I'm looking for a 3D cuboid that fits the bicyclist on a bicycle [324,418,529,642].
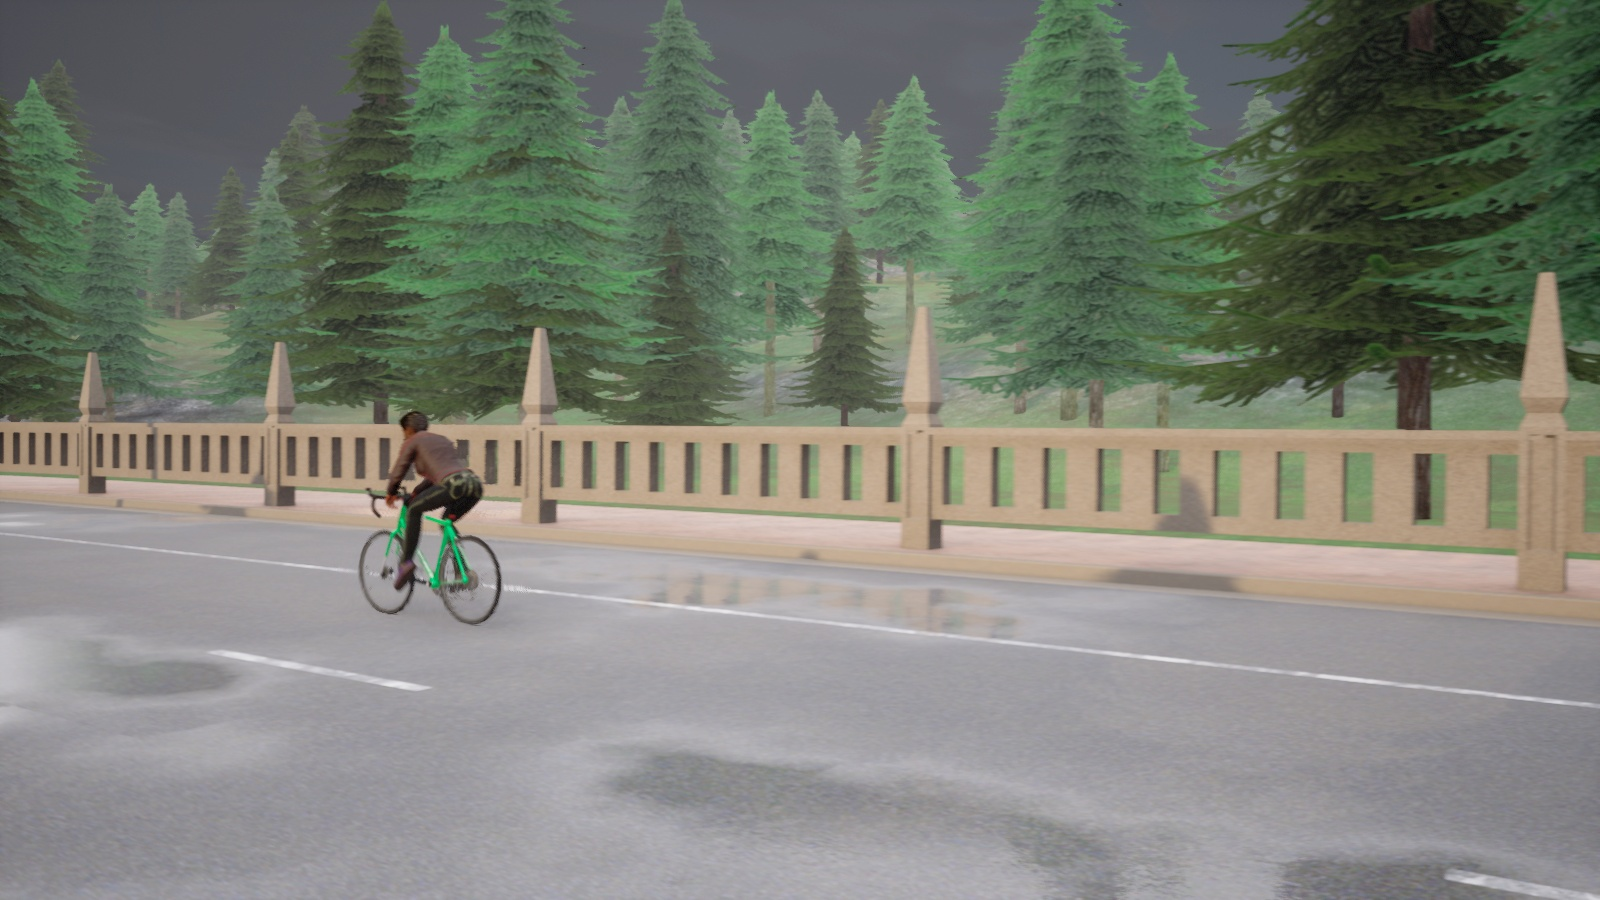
[{"bbox_3d":[-2.922,0.577,9.765,1.656,1.620,0.582,0,1,34],"label":"bicyclist on a bicycle"}]
